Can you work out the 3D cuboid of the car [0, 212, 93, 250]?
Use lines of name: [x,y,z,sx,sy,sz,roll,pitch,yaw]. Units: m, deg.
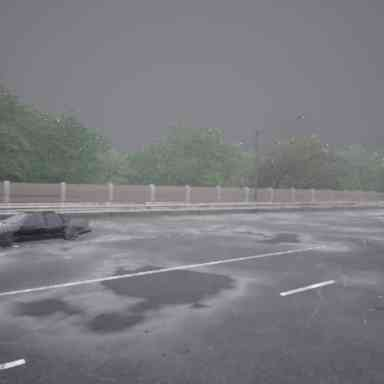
car: [-7.145,1.611,15.079,2.033,1.411,5.357,0,0,36]
